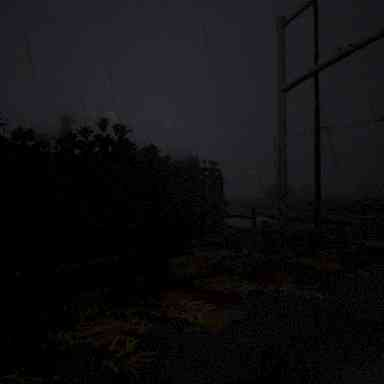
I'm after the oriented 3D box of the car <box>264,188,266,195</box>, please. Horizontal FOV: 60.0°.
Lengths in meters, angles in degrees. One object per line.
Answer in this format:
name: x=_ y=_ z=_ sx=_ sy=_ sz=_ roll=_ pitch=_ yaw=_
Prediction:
car: x=19.790 y=-0.046 z=87.118 sx=1.905 sy=1.878 sz=3.866 roll=5 pitch=4 yaw=11
